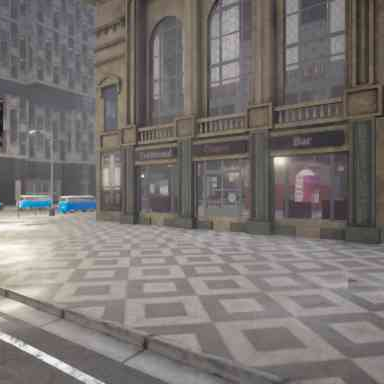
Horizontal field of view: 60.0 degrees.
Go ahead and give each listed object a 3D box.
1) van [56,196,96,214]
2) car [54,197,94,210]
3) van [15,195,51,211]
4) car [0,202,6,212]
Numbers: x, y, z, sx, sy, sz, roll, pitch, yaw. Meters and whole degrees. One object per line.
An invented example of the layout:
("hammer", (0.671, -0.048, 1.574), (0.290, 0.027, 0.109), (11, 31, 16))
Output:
("van", (-11.619, 1.282, 34.150), (1.690, 1.788, 3.998), (0, 0, 36))
("car", (-15.375, 1.466, 43.544), (1.752, 1.417, 4.829), (0, 0, 36))
("van", (-18.549, 1.292, 39.116), (1.690, 1.788, 3.998), (0, 0, 36))
("car", (-21.822, 1.513, 34.550), (2.008, 1.369, 4.403), (0, 0, 36))
